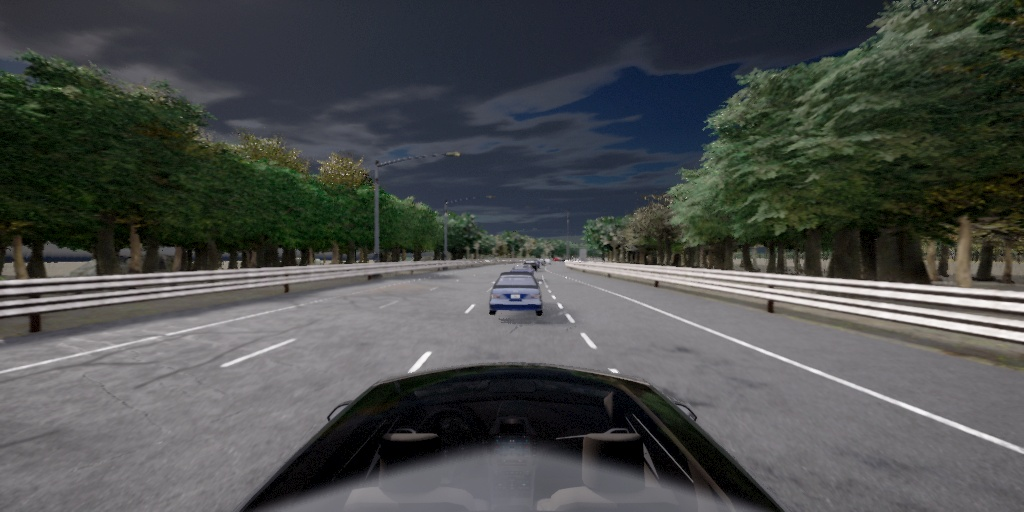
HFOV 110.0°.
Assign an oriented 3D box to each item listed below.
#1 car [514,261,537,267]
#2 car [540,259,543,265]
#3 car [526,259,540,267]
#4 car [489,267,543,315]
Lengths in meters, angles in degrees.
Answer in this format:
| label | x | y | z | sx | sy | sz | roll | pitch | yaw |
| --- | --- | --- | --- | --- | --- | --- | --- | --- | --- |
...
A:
| label | x | y | z | sx | sy | sz | roll | pitch | yaw |
| --- | --- | --- | --- | --- | --- | --- | --- | --- | --- |
| car | 0.941 | 1.364 | 30.615 | 1.895 | 1.301 | 4.718 | 0 | 0 | 4 |
| car | 3.667 | 1.361 | 59.362 | 1.812 | 1.442 | 4.674 | 0 | 0 | 7 |
| car | 2.596 | 1.282 | 50.095 | 1.882 | 1.535 | 5.008 | 0 | 0 | 6 |
| car | 0.177 | 1.299 | 13.615 | 2.033 | 1.411 | 5.357 | 0 | 0 | 2 |
